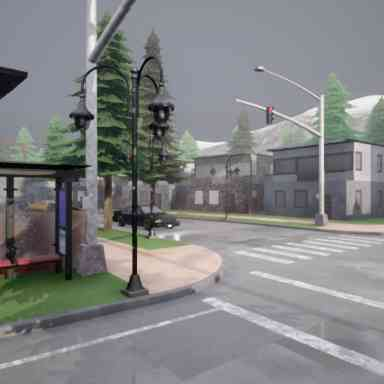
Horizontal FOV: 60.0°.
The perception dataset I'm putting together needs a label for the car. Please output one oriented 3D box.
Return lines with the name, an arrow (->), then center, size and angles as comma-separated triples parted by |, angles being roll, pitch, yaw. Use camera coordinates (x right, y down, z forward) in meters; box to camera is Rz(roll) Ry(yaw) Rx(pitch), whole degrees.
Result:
car -> -3.030, 1.528, 20.807 | 2.033, 1.411, 5.357 | 0, 0, -42
